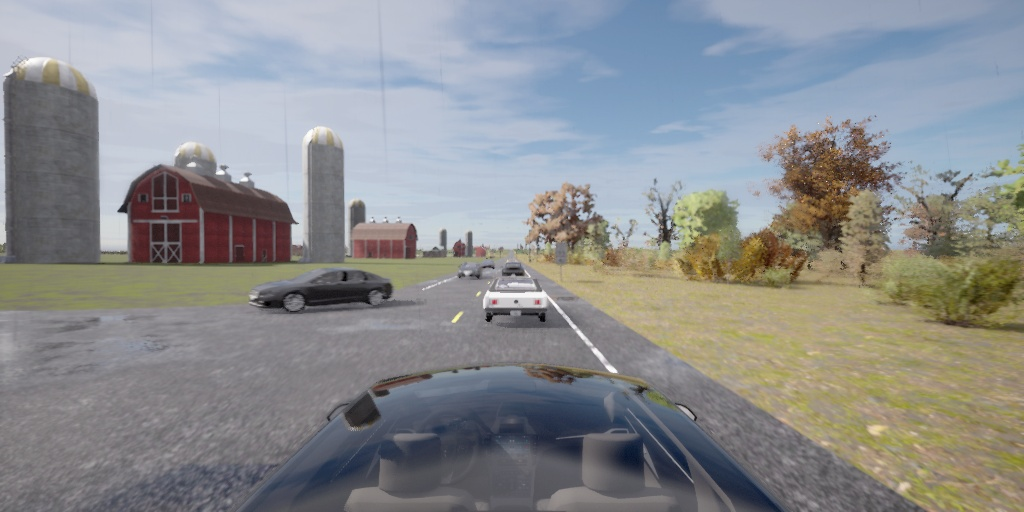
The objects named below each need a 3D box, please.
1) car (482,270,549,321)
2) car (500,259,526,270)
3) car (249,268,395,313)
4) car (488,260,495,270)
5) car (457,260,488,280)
[{"bbox_3d":[0.112,1.341,12.377,1.895,1.301,4.718,0,0,0],"label":"car"},{"bbox_3d":[0.096,1.238,30.191,1.837,1.490,4.892,0,0,0],"label":"car"},{"bbox_3d":[-6.889,1.199,13.543,1.837,1.490,4.892,3,0,40],"label":"car"},{"bbox_3d":[-3.528,1.264,53.744,2.033,1.411,5.357,0,0,1],"label":"car"},{"bbox_3d":[-3.592,1.222,31.505,2.128,1.511,4.902,0,0,0],"label":"car"}]
